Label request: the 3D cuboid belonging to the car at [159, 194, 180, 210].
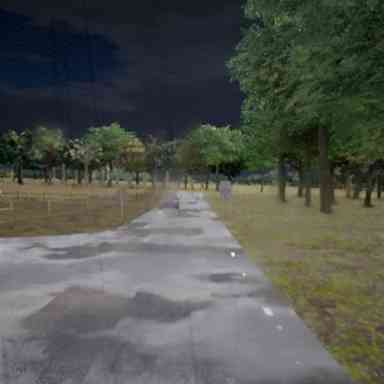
[{"bbox_3d":[-2.425,1.032,36.426,2.097,1.767,4.553,0,1,0],"label":"car"}]
